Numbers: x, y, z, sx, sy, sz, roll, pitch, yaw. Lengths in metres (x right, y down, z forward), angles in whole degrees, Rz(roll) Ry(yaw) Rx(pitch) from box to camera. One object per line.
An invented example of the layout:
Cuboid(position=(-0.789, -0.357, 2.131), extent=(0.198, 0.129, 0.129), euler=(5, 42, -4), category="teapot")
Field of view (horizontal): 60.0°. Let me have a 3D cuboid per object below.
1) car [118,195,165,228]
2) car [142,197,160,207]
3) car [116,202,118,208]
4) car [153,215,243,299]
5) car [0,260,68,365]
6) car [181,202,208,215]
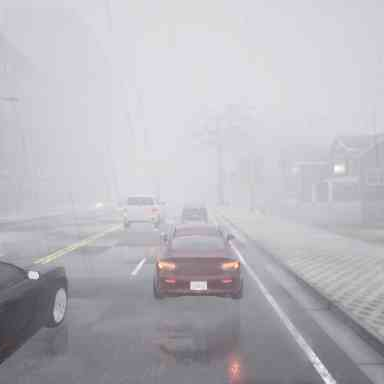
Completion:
Cuboid(position=(-3.071, 1.214, 22.065), extent=(2.150, 2.045, 5.566), euler=(0, 0, 0), category="car")
Cuboid(position=(-6.328, 1.501, 52.035), extent=(2.033, 1.411, 5.357), euler=(0, 0, 0), category="car")
Cuboid(position=(-9.630, 1.527, 48.255), extent=(1.994, 1.385, 4.181), euler=(0, 0, 1), category="car")
Cuboid(position=(0.128, 1.524, 8.300), extent=(1.812, 1.442, 4.674), euler=(0, 0, 0), category="car")
Cuboid(position=(-3.139, 1.477, 3.969), extent=(1.882, 1.535, 5.008), euler=(0, 0, 0), category="car")
Cuboid(position=(0.189, 1.469, 25.280), extent=(1.882, 1.535, 5.008), euler=(0, 0, 0), category="car")
